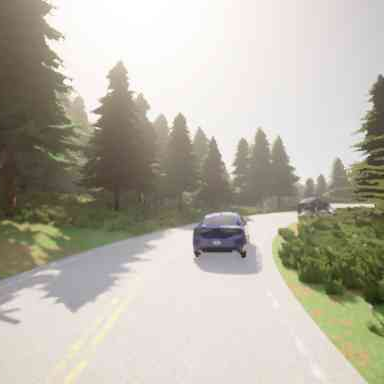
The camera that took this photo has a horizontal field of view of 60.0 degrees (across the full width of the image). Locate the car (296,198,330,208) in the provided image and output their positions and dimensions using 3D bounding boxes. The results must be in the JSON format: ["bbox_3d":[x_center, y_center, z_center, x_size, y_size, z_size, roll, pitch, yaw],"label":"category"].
[{"bbox_3d":[12.359,1.374,33.886,1.837,1.490,4.892,-7,-3,44],"label":"car"}]

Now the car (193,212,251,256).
[{"bbox_3d":[1.314,1.541,13.443,1.882,1.535,5.008,-2,0,12],"label":"car"}]
